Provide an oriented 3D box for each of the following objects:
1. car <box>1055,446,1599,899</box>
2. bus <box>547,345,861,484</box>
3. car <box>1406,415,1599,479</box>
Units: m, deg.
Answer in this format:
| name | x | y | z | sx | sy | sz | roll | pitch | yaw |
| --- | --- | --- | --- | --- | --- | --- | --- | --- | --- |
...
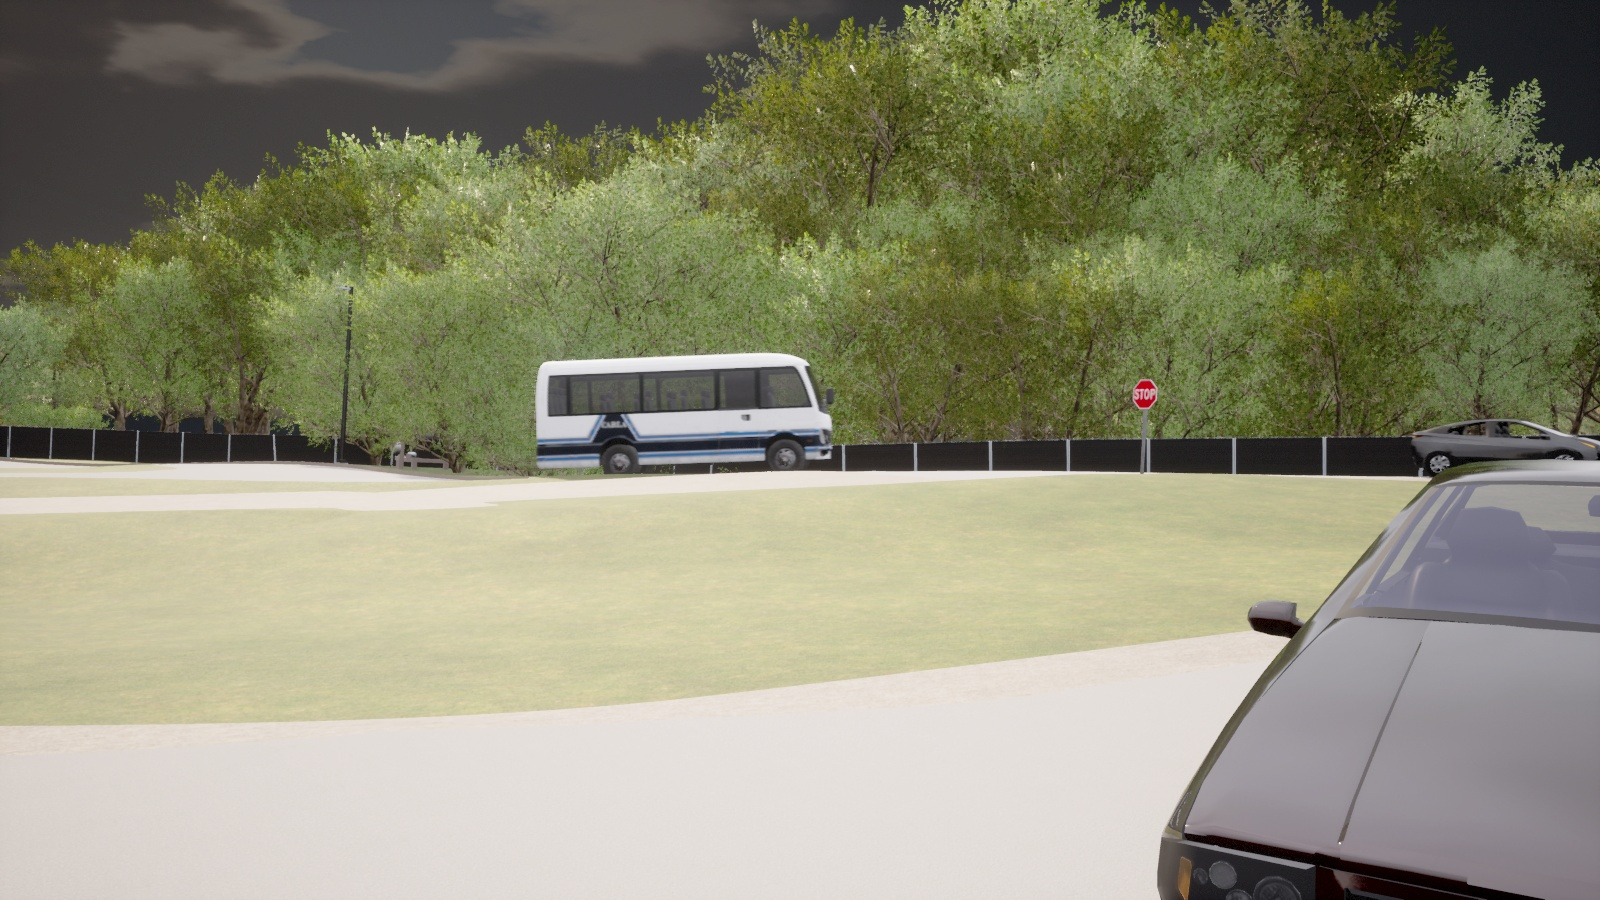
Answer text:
| name | x | y | z | sx | sy | sz | roll | pitch | yaw |
| --- | --- | --- | --- | --- | --- | --- | --- | --- | --- |
| car | 2.824 | 0.751 | 4.233 | 2.033 | 1.411 | 5.357 | 2 | 2 | 33 |
| bus | -3.144 | -1.152 | 43.655 | 10.273 | 4.253 | 3.944 | -2 | 0 | 4 |
| car | 18.215 | -0.044 | 32.111 | 4.514 | 1.525 | 2.007 | -1 | -1 | 43 |
